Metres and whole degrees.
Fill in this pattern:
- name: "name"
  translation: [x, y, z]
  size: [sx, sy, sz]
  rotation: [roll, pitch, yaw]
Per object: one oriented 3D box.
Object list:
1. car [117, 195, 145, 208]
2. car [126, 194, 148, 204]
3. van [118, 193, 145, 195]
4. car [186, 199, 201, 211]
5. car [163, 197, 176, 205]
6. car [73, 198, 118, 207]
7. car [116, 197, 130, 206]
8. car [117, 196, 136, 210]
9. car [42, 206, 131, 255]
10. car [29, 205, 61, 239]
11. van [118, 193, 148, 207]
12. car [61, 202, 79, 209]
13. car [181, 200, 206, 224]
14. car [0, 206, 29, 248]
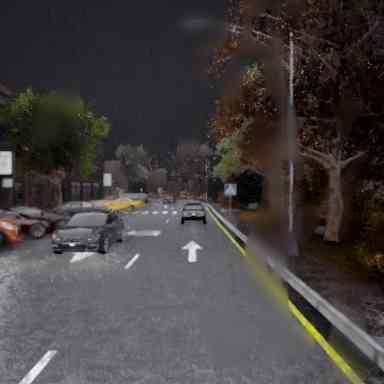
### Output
- name: "car"
  translation: [-9.276, 1.532, 43.098]
  size: [5.366, 1.575, 1.946]
  rotation: [-1, 0, -20]
- name: "car"
  translation: [-9.123, 1.506, 46.166]
  size: [5.008, 1.535, 2.097]
  rotation: [-1, 0, -20]
- name: "van"
  translation: [-9.243, 1.249, 49.111]
  size: [4.442, 1.987, 1.878]
  rotation: [-1, 1, -20]
- name: "car"
  translation: [0.230, 1.645, 42.972]
  size: [1.895, 1.301, 4.718]
  rotation: [0, 0, 0]
- name: "car"
  translation: [-3.786, 1.471, 56.181]
  size: [1.994, 1.385, 4.181]
  rotation: [0, 1, 1]
- name: "car"
  translation: [-9.128, 1.515, 28.146]
  size: [4.892, 1.521, 2.231]
  rotation: [-1, 0, -20]
- name: "car"
  translation: [-8.938, 1.514, 31.210]
  size: [5.366, 1.575, 1.946]
  rotation: [-1, 0, -20]
- name: "car"
  translation: [-8.932, 1.520, 34.212]
  size: [5.366, 1.575, 1.946]
  rotation: [-1, 0, -20]
- name: "car"
  translation: [-3.976, 1.510, 13.487]
  size: [1.837, 1.490, 4.892]
  rotation: [0, 0, 0]
- name: "car"
  translation: [-9.144, 1.523, 16.154]
  size: [4.792, 1.488, 2.163]
  rotation: [-1, 0, -20]
- name: "van"
  translation: [-9.258, 1.215, 52.112]
  size: [4.442, 1.987, 1.878]
  rotation: [-1, 1, -20]
- name: "car"
  translation: [-9.158, 1.539, 19.146]
  size: [4.674, 1.452, 2.002]
  rotation: [-1, 0, -20]
- name: "car"
  translation: [0.118, 1.570, 25.206]
  size: [2.033, 1.411, 5.357]
  rotation: [0, 0, 0]
- name: "car"
  translation: [-9.222, 1.366, 13.134]
  size: [4.553, 1.767, 2.185]
  rotation: [-1, 0, -20]
